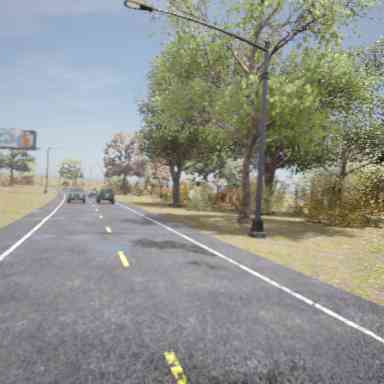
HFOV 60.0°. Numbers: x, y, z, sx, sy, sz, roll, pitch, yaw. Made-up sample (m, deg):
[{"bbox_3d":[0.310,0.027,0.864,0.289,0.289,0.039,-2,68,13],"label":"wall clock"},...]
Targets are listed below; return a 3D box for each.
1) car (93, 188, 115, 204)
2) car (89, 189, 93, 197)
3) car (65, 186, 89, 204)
[{"bbox_3d":[-11.844,0.484,45.432,2.150,2.045,5.566,3,0,-20],"label":"car"},{"bbox_3d":[-19.157,0.159,65.141,2.097,1.767,4.553,3,0,-20],"label":"car"},{"bbox_3d":[-14.512,0.351,41.957,2.150,2.045,5.566,3,0,-19],"label":"car"}]
